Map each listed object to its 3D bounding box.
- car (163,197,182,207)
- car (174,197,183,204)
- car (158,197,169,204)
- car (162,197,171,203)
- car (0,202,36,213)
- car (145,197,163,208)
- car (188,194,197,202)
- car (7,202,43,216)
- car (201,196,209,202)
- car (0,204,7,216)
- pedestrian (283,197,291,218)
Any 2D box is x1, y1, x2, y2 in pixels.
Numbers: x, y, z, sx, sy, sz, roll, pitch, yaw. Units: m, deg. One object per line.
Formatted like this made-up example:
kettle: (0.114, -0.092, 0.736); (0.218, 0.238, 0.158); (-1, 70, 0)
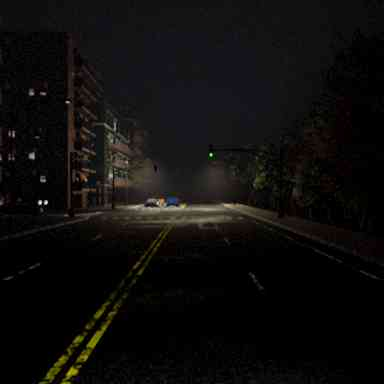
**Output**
car: (-3.228, 1.739, 55.683); (1.882, 1.535, 5.008); (0, 0, 0)
car: (-3.100, 1.862, 75.225); (1.837, 1.490, 4.892); (0, 0, 0)
car: (-6.353, 1.881, 74.030); (2.128, 1.511, 4.902); (0, 0, 0)
car: (-6.330, 1.992, 84.354); (1.895, 1.301, 4.718); (0, 0, 0)
car: (-22.703, 2.042, 43.091); (4.206, 1.307, 1.802); (-1, 1, -1)
car: (-6.483, 1.802, 54.237); (2.033, 1.411, 5.357); (0, 0, 0)
car: (0.172, 1.635, 85.458); (2.150, 2.045, 5.566); (0, 0, 0)
car: (-19.261, 1.888, 37.249); (4.902, 1.511, 2.128); (-1, 0, 1)
car: (3.422, 1.909, 85.418); (1.837, 1.490, 4.892); (0, 0, 0)
car: (-22.602, 1.743, 34.441); (5.009, 1.841, 2.192); (-1, 1, -1)
pedestrian: (8.025, 1.273, 28.613); (0.375, 1.860, 0.375); (0, 0, 0)
